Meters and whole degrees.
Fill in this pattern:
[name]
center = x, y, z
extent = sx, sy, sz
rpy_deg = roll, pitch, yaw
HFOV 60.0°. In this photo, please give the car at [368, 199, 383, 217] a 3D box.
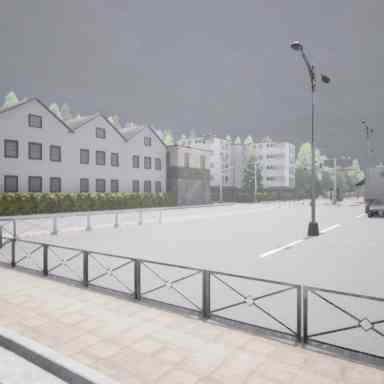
[car]
center = 15.444, 1.298, 26.791
extent = 2.007, 1.523, 4.514
rpy_deg = 0, 0, 35
